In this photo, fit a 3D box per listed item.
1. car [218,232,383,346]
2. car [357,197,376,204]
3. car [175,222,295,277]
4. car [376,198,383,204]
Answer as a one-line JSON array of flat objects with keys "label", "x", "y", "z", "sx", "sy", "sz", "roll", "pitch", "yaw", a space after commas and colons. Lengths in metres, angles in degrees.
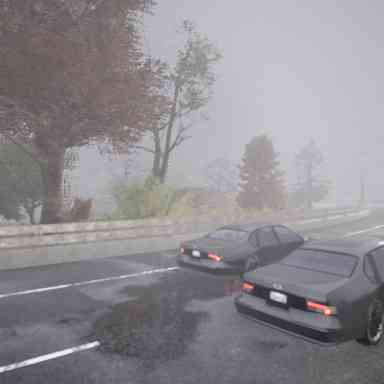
[{"label": "car", "x": 3.196, "y": 1.602, "z": 6.473, "sx": 5.357, "sy": 1.411, "sz": 2.033, "roll": 0, "pitch": -1, "yaw": -40}, {"label": "car", "x": 39.078, "y": 1.978, "z": 75.637, "sx": 2.128, "sy": 1.511, "sz": 4.902, "roll": 0, "pitch": 0, "yaw": 6}, {"label": "car", "x": 2.036, "y": 1.624, "z": 10.033, "sx": 5.357, "sy": 1.411, "sz": 2.033, "roll": 0, "pitch": -1, "yaw": -40}, {"label": "car", "x": 42.535, "y": 1.998, "z": 75.086, "sx": 2.033, "sy": 1.411, "sz": 5.357, "roll": 0, "pitch": 0, "yaw": 6}]
